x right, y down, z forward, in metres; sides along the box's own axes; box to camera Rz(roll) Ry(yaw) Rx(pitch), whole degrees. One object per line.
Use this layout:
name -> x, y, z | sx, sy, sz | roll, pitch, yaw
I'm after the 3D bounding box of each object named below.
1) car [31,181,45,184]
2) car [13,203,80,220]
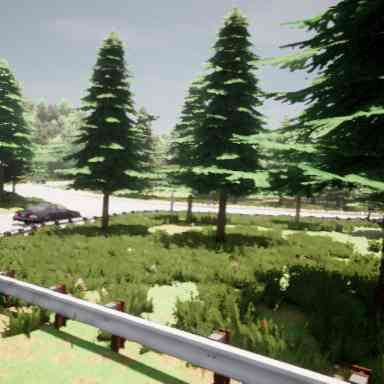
car -> -31.290, -2.334, 67.692 | 2.128, 1.511, 4.902 | 3, 4, -10
car -> -10.187, 1.533, 23.890 | 2.033, 1.411, 5.357 | 5, 2, 15
